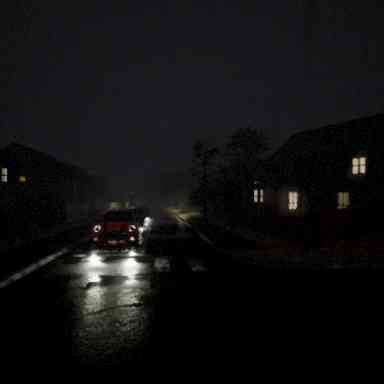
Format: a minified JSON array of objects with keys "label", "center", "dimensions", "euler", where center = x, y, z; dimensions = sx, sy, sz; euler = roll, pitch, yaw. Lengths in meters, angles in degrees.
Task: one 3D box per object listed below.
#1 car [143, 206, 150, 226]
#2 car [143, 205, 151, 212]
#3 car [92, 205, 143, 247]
[{"label":"car","center":[-5.092,2.217,29.843],"dimensions":[2.033,1.411,5.357],"euler":[0,-1,-6]},{"label":"car","center":[-6.456,2.491,43.864],"dimensions":[2.128,1.511,4.902],"euler":[0,-1,-5]},{"label":"car","center":[-3.777,1.727,17.134],"dimensions":[2.097,1.767,4.553],"euler":[0,-2,-7]}]
